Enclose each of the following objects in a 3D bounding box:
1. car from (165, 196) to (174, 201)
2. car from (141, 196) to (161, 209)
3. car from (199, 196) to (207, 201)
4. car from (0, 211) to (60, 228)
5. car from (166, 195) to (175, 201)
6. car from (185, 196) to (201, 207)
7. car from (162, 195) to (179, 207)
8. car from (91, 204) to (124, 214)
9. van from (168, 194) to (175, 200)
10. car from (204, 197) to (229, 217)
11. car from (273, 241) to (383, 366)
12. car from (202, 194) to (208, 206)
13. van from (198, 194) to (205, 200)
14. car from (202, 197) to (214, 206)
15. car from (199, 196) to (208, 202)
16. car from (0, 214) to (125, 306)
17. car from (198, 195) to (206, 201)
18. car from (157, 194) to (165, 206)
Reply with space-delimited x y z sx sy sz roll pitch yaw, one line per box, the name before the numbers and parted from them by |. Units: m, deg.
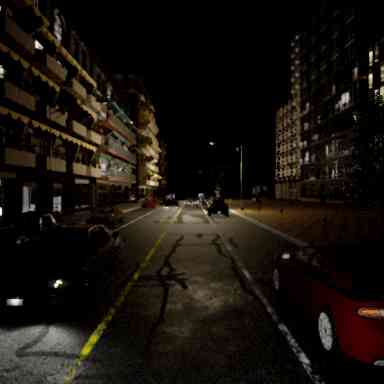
car | -5.707 1.623 83.278 1.947 1.339 4.313 0 0 0
car | -5.702 1.555 44.592 1.887 1.381 4.507 0 0 0
car | 2.673 1.622 83.279 1.947 1.339 4.313 0 0 0
car | -5.698 1.438 11.432 1.967 1.590 4.097 0 0 0
car | -5.708 1.611 88.805 1.887 1.381 4.507 0 0 0
car | -0.003 1.616 49.854 1.895 1.301 4.718 0 0 0
car | -3.080 1.580 51.074 1.994 1.385 4.181 0 0 0
car | -5.698 1.523 22.316 1.752 1.417 4.829 0 0 0
van | -5.711 1.418 94.332 1.690 1.788 3.998 0 0 0
car | 2.350 1.506 31.010 1.837 1.490 4.892 0 0 0
car | 2.684 1.543 5.907 1.887 1.381 4.507 0 0 0
car | 2.678 1.450 44.592 1.967 1.590 4.097 0 0 0
van | 2.669 1.418 94.334 1.690 1.788 3.998 0 0 0
car | 2.677 1.602 55.647 1.802 1.307 4.206 0 0 0
car | 2.674 1.573 77.922 1.752 1.417 4.829 0 0 0
car | -3.103 1.545 8.500 2.033 1.411 5.357 0 0 0
car | 2.671 1.507 88.806 1.967 1.590 4.097 0 0 0
car | -5.704 1.546 55.476 1.752 1.417 4.829 0 0 0
